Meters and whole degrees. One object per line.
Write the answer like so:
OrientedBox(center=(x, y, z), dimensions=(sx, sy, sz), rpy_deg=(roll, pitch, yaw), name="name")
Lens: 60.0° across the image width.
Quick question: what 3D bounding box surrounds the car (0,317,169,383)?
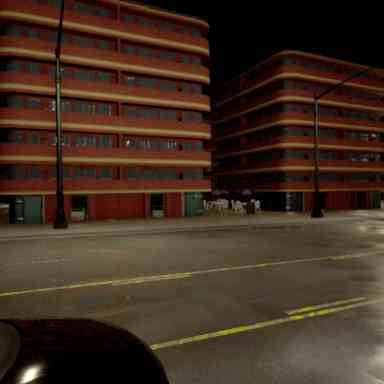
OrientedBox(center=(-2.491, 1.494, 1.976), dimensions=(4.902, 1.511, 2.128), rpy_deg=(0, 0, -25), name="car")
